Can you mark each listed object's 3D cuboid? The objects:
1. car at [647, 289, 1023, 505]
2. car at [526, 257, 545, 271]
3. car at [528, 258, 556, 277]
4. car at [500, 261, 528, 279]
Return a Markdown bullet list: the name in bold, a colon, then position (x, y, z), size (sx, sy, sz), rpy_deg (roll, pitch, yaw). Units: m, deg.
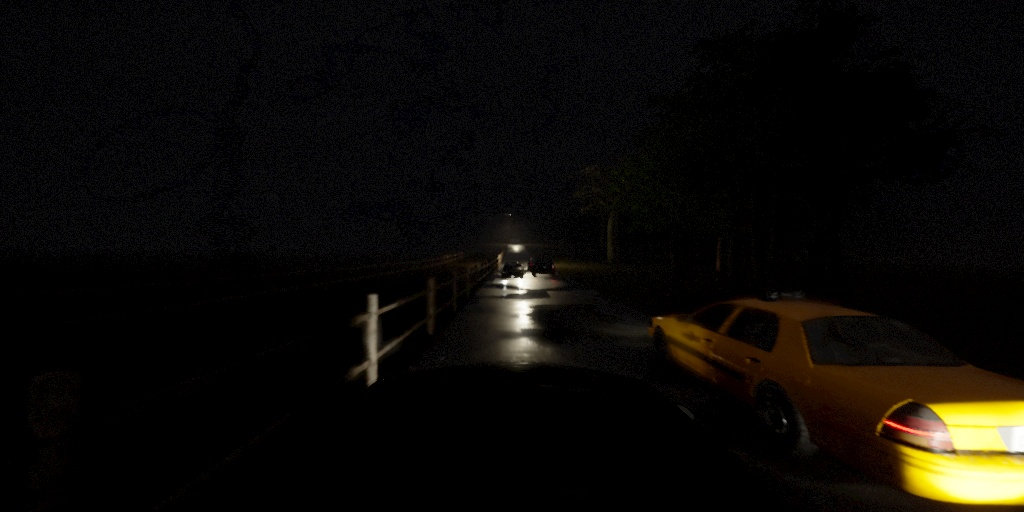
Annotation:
- **car**: position (3.574, 1.229, 5.003), size (1.801, 1.575, 5.366), rpy_deg (0, 0, 0)
- **car**: position (2.832, 0.944, 44.294), size (2.033, 1.411, 5.357), rpy_deg (0, 1, 0)
- **car**: position (2.875, 0.959, 33.567), size (2.097, 1.767, 4.553), rpy_deg (0, 1, 0)
- **car**: position (0.049, 1.180, 30.719), size (2.033, 1.411, 5.357), rpy_deg (0, 1, 0)
